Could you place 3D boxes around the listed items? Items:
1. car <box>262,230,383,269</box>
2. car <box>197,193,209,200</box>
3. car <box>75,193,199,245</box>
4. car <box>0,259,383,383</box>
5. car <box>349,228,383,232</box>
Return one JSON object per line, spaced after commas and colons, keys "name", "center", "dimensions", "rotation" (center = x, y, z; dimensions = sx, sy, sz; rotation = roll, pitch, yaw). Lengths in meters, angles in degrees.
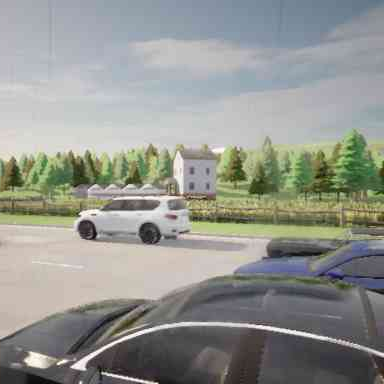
{"name": "car", "center": [2.947, 1.525, 5.432], "dimensions": [4.674, 1.442, 1.812], "rotation": [0, 0, 23]}
{"name": "car", "center": [1.379, 1.175, 72.430], "dimensions": [4.605, 1.855, 1.932], "rotation": [0, 0, 23]}
{"name": "car", "center": [-2.777, 1.211, 15.478], "dimensions": [5.566, 2.045, 2.150], "rotation": [0, 0, 23]}
{"name": "car", "center": [0.384, 1.503, 2.718], "dimensions": [4.892, 1.490, 1.837], "rotation": [0, 0, 23]}
{"name": "car", "center": [4.285, 1.599, 8.665], "dimensions": [4.718, 1.301, 1.895], "rotation": [0, 0, 23]}
